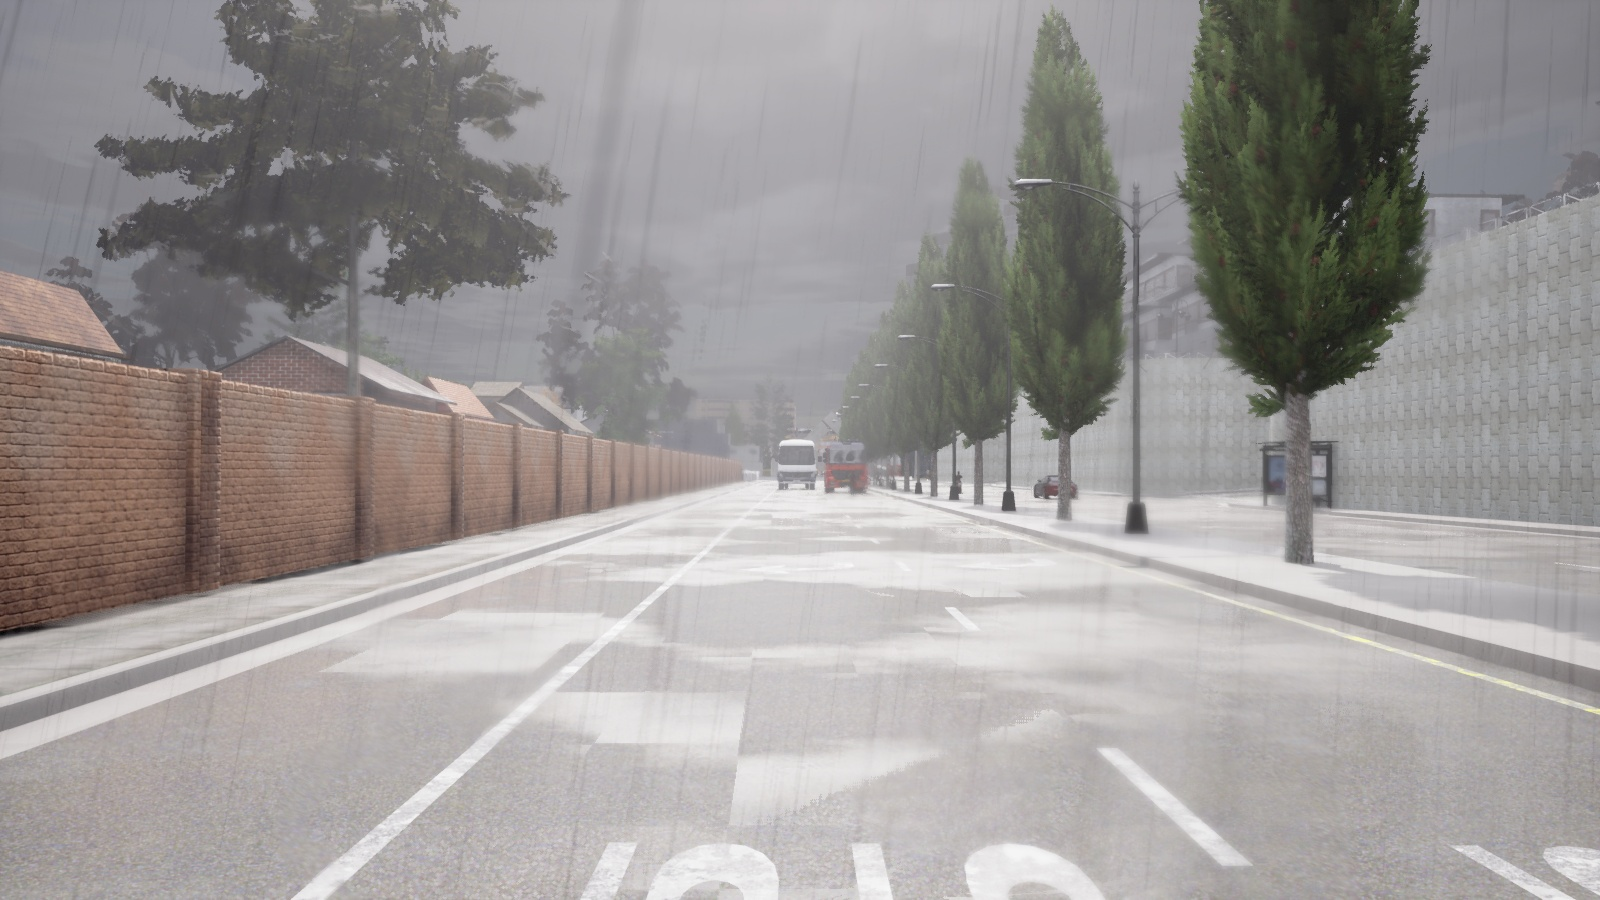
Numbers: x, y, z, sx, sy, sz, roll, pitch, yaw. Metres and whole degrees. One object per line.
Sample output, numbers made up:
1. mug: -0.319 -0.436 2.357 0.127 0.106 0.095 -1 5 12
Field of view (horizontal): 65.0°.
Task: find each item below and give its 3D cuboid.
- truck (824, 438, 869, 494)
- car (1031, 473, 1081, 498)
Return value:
1. truck: 3.283 1.147 90.242 2.891 3.827 8.468 0 -1 0
2. car: 14.827 2.026 72.951 1.994 1.385 4.181 0 -1 0
